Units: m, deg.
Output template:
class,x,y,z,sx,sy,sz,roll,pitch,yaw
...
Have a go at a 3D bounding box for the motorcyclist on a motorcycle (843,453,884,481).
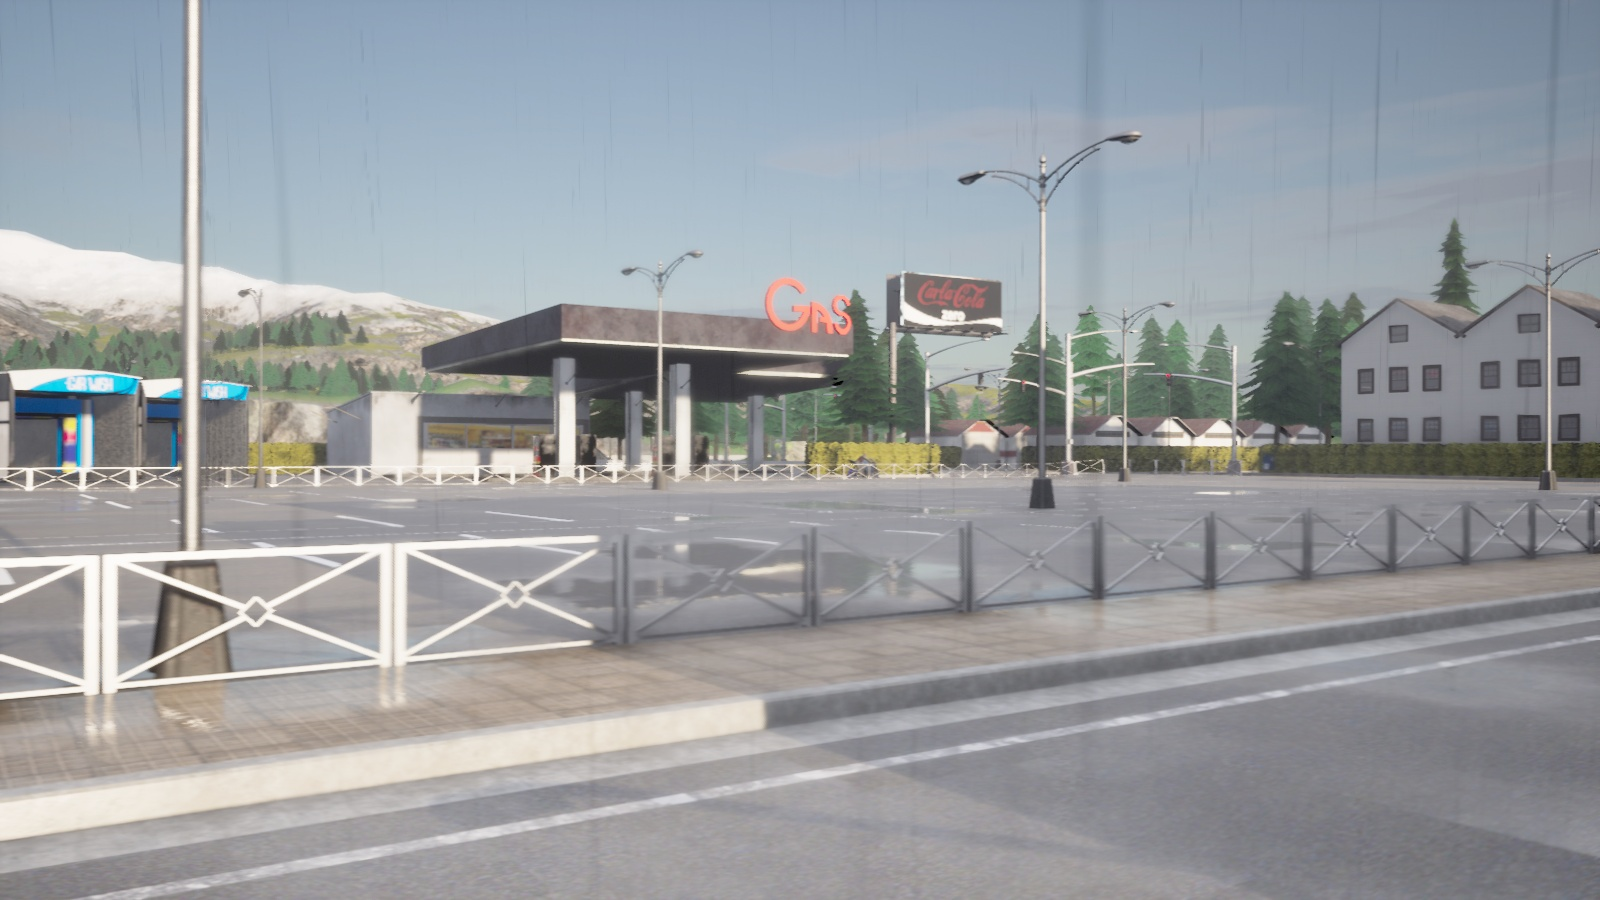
class,x,y,z,sx,sy,sz,roll,pitch,yaw
motorcyclist on a motorcycle,3.525,0.957,70.009,2.191,1.530,0.866,0,0,-34
